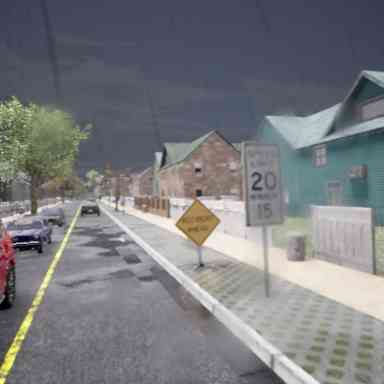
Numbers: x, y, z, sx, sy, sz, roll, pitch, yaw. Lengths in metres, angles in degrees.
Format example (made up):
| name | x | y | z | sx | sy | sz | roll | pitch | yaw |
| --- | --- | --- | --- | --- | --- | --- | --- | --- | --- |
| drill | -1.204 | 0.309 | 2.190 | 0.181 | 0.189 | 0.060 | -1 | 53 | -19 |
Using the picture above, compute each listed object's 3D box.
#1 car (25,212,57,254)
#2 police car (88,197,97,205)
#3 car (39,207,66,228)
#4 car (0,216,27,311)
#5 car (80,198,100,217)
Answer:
| name | x | y | z | sx | sy | sz | roll | pitch | yaw |
| --- | --- | --- | --- | --- | --- | --- | --- | --- | --- |
| car | -7.157 | 1.818 | 14.275 | 1.895 | 1.301 | 4.718 | -2 | 0 | -18 |
| police car | -23.681 | 2.131 | 78.968 | 1.930 | 1.638 | 5.238 | -2 | 0 | -18 |
| car | -10.538 | 1.863 | 24.971 | 2.033 | 1.411 | 5.357 | -2 | 0 | -17 |
| car | -4.193 | 1.354 | 4.962 | 2.150 | 2.045 | 5.566 | -2 | 0 | -18 |
| car | -10.966 | 1.793 | 35.872 | 1.882 | 1.535 | 5.008 | -2 | 0 | -17 |
